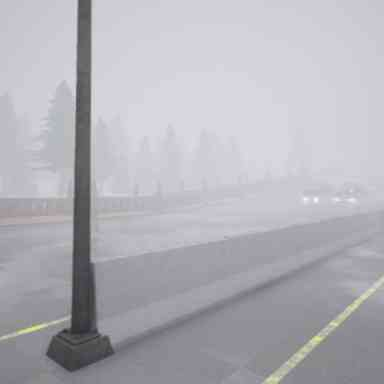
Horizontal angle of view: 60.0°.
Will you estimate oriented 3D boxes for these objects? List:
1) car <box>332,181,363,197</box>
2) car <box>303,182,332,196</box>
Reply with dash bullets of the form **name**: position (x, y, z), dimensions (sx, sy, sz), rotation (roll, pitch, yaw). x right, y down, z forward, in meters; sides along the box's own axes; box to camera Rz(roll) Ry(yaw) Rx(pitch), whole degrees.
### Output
- **car**: position (17.119, -0.384, 36.008), dimensions (1.812, 1.442, 4.674), rotation (1, 7, 41)
- **car**: position (14.714, -0.460, 38.569), dimensions (2.033, 1.411, 5.357), rotation (1, 8, 41)
